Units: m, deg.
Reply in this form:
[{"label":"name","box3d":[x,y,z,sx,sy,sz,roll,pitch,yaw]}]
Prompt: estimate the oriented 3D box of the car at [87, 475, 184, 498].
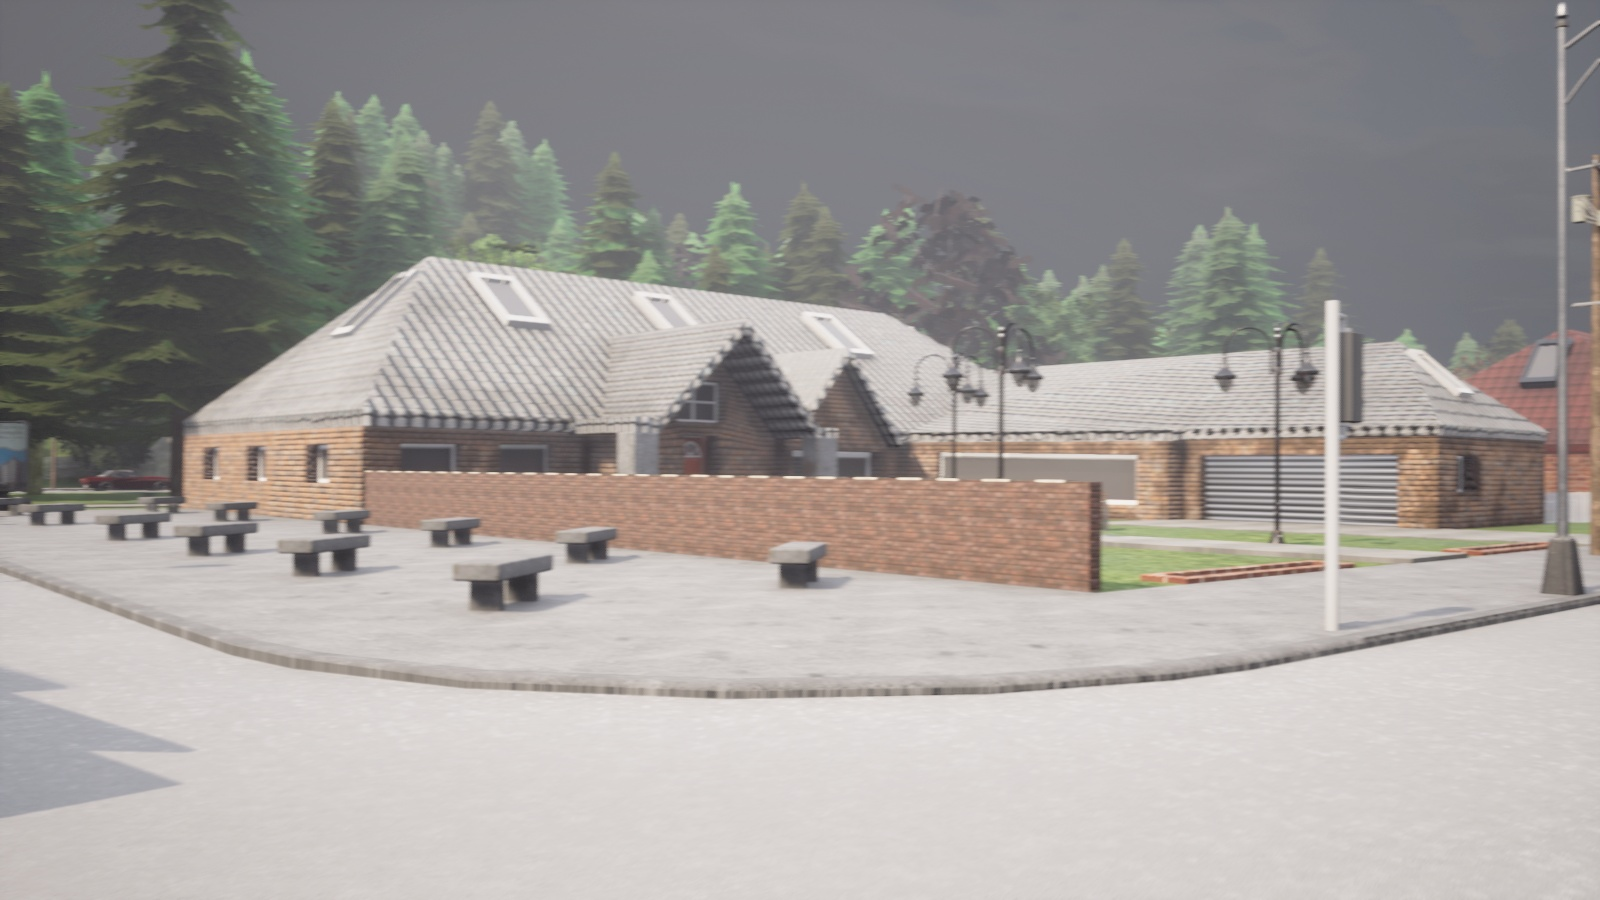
[{"label":"car","box3d":[-39.008,2.147,73.777,4.718,1.301,1.895,1,-1,-41]}]
